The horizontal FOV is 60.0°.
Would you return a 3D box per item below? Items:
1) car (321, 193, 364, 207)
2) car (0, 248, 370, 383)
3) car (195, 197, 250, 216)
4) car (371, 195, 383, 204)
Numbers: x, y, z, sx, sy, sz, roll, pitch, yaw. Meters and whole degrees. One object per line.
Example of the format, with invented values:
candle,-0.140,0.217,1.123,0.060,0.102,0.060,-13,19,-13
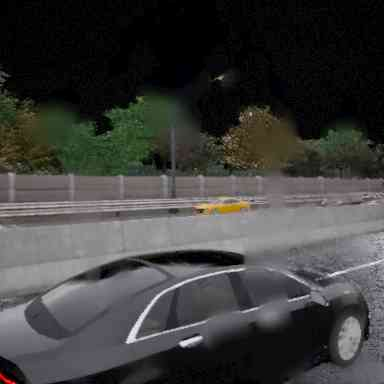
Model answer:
car,14.178,0.915,31.257,4.553,1.767,2.097,-1,1,-35
car,0.262,1.471,4.054,4.892,1.490,1.837,-1,1,-35
car,2.540,1.225,27.281,5.008,1.535,1.882,-1,1,-35
car,17.874,0.884,29.600,4.553,1.767,2.097,-1,1,-35
